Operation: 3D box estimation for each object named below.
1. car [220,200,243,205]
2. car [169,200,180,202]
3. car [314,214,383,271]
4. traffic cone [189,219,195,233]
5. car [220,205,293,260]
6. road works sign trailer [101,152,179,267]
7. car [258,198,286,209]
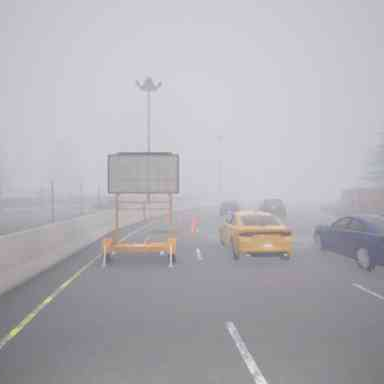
[{"bbox_3d":[3.581,1.486,30.461,1.837,1.490,4.892,0,0,9],"label":"car"},{"bbox_3d":[-2.408,1.463,49.335,2.128,1.511,4.902,0,0,20],"label":"car"},{"bbox_3d":[5.763,1.470,10.979,1.882,1.535,5.008,0,0,-3],"label":"car"},{"bbox_3d":[0.003,1.945,18.290,0.340,0.580,0.340,0,0,1],"label":"traffic cone"},{"bbox_3d":[2.210,1.470,12.510,1.882,1.535,5.008,0,0,-2],"label":"car"},{"bbox_3d":[-1.613,0.458,11.317,2.380,3.560,2.880,0,0,1],"label":"road works sign trailer"},{"bbox_3d":[6.857,1.333,28.732,2.097,1.767,4.553,0,0,9],"label":"car"}]
